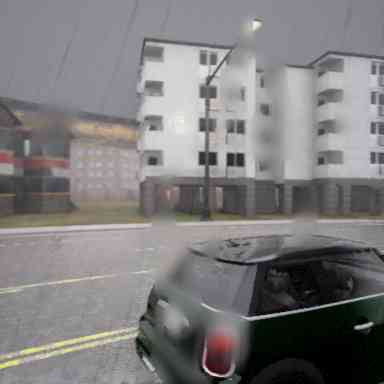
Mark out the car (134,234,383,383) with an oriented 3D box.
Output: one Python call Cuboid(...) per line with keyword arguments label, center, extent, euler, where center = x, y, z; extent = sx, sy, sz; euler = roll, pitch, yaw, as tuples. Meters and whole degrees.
Cuboid(label="car", center=(1.663, 1.357, 4.348), extent=(4.553, 1.767, 2.097), euler=(0, 0, -28))
